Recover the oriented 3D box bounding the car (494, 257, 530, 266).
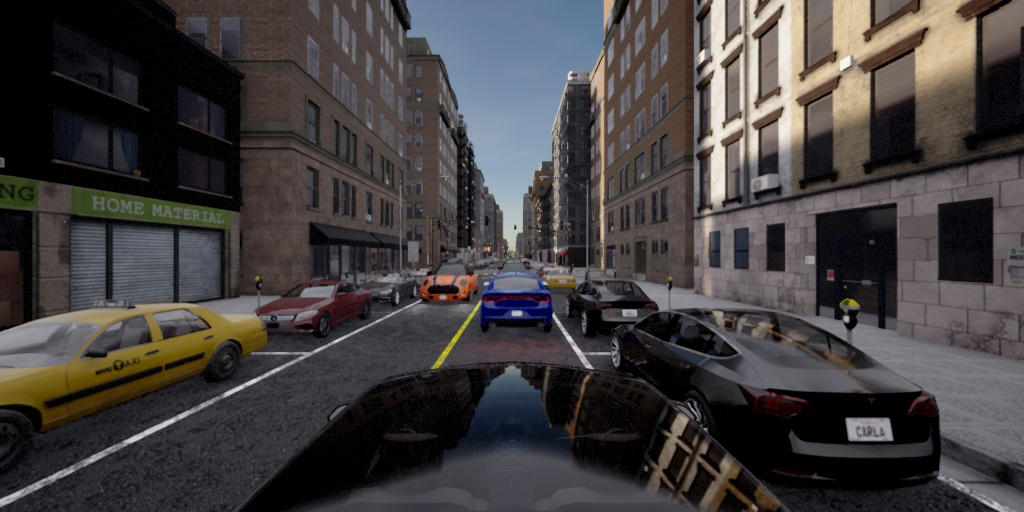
[{"bbox_3d":[0.143,1.107,23.074,2.097,1.767,4.553,0,0,0],"label":"car"}]

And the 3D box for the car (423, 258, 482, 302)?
[{"bbox_3d":[-2.812,1.108,16.925,2.097,1.767,4.553,0,0,0],"label":"car"}]

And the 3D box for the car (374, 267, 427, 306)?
[{"bbox_3d":[-5.362,1.306,15.575,2.007,1.370,4.403,0,0,0],"label":"car"}]

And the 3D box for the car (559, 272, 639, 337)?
[{"bbox_3d":[2.652,1.320,10.137,1.948,1.339,4.313,0,0,0],"label":"car"}]

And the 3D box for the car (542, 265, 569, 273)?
[{"bbox_3d":[2.674,1.281,21.133,1.751,1.417,4.829,0,0,0],"label":"car"}]

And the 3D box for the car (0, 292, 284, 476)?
[{"bbox_3d":[-5.384,1.277,4.579,1.751,1.417,4.829,0,0,0],"label":"car"}]

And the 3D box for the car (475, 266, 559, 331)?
[{"bbox_3d":[0.118,1.232,11.032,1.882,1.535,5.008,0,0,0],"label":"car"}]

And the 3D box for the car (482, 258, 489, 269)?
[{"bbox_3d":[-5.277,1.304,58.277,2.007,1.370,4.403,0,0,0],"label":"car"}]

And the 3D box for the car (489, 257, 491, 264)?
[{"bbox_3d":[-5.266,1.298,63.731,1.888,1.381,4.507,0,0,0],"label":"car"}]

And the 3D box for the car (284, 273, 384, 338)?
[{"bbox_3d":[-5.373,1.336,10.162,1.802,1.307,4.207,0,0,0],"label":"car"}]

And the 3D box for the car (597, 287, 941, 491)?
[{"bbox_3d":[2.641,1.317,4.724,1.948,1.339,4.313,0,0,0],"label":"car"}]
